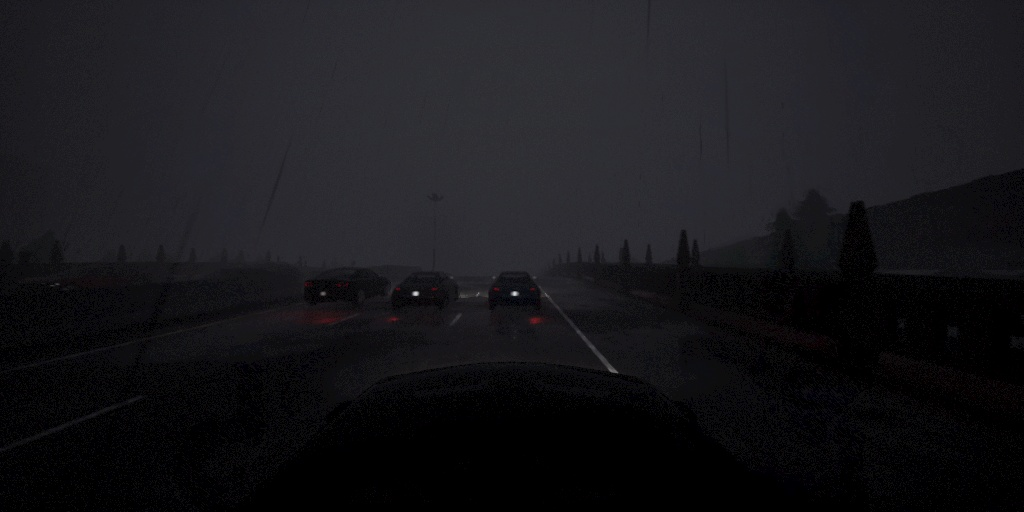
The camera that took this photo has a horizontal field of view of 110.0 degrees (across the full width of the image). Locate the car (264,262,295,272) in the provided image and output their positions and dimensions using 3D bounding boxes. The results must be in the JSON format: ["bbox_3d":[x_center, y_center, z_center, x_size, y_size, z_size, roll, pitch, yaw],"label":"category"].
[{"bbox_3d":[-17.589,1.207,26.123,2.128,1.511,4.902,0,0,0],"label":"car"}]

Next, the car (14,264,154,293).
[{"bbox_3d":[-21.096,1.205,18.017,1.882,1.535,5.008,0,0,0],"label":"car"}]

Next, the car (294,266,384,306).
[{"bbox_3d":[-6.901,1.209,15.575,1.882,1.535,5.008,0,0,0],"label":"car"}]

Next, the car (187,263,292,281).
[{"bbox_3d":[-14.099,1.275,18.365,2.033,1.411,5.357,0,0,0],"label":"car"}]

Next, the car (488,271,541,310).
[{"bbox_3d":[0.100,1.297,14.663,1.994,1.385,4.181,0,0,0],"label":"car"}]

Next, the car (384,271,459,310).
[{"bbox_3d":[-3.401,1.297,14.668,1.994,1.385,4.181,0,0,0],"label":"car"}]
